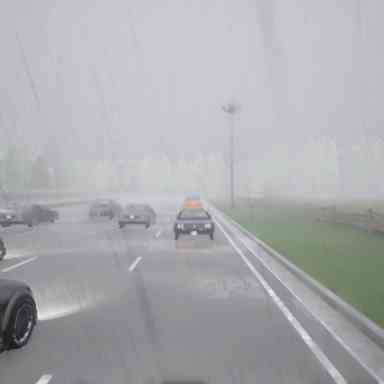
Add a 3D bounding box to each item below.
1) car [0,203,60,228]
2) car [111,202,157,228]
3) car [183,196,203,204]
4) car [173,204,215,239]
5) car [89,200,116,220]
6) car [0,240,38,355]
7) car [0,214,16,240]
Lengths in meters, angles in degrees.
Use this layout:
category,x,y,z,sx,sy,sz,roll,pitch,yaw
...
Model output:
category,x,y,z,sx,sy,sz,roll,pitch,yaw
car,-10.405,1.456,21.408,2.033,1.411,5.357,0,0,0
car,-3.405,1.456,21.399,2.033,1.411,5.357,0,0,0
car,0.092,1.196,36.374,2.097,1.767,4.553,0,0,0
car,0.095,1.528,16.955,1.895,1.301,4.718,0,0,0
car,-6.906,1.376,27.046,2.128,1.511,4.902,0,0,0
car,-3.400,1.548,3.527,1.994,1.385,4.181,0,0,0
car,-6.903,1.526,8.922,1.994,1.385,4.181,0,0,0
